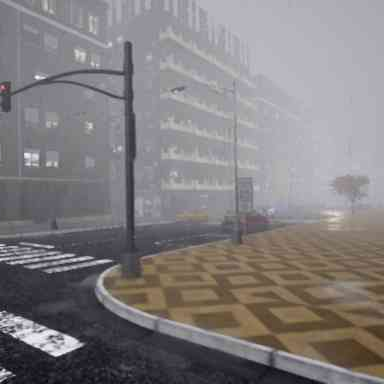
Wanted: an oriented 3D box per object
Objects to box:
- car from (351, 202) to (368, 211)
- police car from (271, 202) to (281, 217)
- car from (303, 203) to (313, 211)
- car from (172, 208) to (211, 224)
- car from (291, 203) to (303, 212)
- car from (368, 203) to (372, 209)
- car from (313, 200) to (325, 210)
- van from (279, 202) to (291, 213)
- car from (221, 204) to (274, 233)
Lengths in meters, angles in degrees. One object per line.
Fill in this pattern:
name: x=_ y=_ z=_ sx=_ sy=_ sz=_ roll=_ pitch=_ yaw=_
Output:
car: x=29.630 y=2.687 z=59.548 sx=1.947 sy=1.339 sz=4.313 roll=-2 pitch=-2 yaw=35
police car: x=8.235 y=2.277 z=38.891 sx=2.038 sy=1.542 sz=4.974 roll=-1 pitch=-2 yaw=35
car: x=19.577 y=2.740 z=59.695 sx=1.887 sy=1.381 sz=4.507 roll=-2 pitch=-2 yaw=35
car: x=0.007 y=2.184 z=31.811 sx=1.752 sy=1.417 sz=4.829 roll=-2 pitch=-2 yaw=35
car: x=16.330 y=2.546 z=55.074 sx=1.967 sy=1.590 sz=4.097 roll=-2 pitch=-2 yaw=35
car: x=36.121 y=2.850 z=68.797 sx=2.008 sy=1.369 sz=4.403 roll=-2 pitch=-2 yaw=35
car: x=26.063 y=2.688 z=68.951 sx=2.192 sy=1.841 sz=5.009 roll=-2 pitch=-2 yaw=35
van: x=13.083 y=2.358 z=50.453 sx=1.690 sy=1.788 sz=3.998 roll=-2 pitch=-2 yaw=35
car: x=3.665 y=1.850 z=22.559 sx=1.967 sy=1.590 sz=4.097 roll=-2 pitch=-2 yaw=35
